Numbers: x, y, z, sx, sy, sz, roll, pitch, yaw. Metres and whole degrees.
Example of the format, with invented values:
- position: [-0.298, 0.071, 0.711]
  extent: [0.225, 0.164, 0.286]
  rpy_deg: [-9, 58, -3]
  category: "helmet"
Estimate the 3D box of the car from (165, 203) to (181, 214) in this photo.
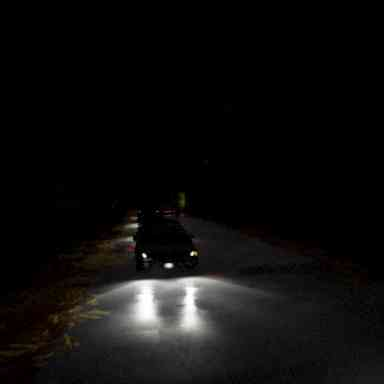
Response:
- position: [-2.581, 2.518, 43.985]
  extent: [2.033, 1.411, 5.357]
  rpy_deg: [-1, -2, -8]
  category: "car"

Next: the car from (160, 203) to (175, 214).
- position: [-4.028, 2.613, 53.393]
  extent: [2.097, 1.767, 4.553]
  rpy_deg: [-1, -1, -8]
  category: "car"

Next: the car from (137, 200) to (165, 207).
- position: [-4.178, 1.814, 32.634]
  extent: [2.150, 2.045, 5.566]
  rpy_deg: [-1, -2, -8]
  category: "car"

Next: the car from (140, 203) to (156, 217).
- position: [-6.138, 2.452, 46.384]
  extent: [2.097, 1.767, 4.553]
  rpy_deg: [-1, -2, -8]
  category: "car"

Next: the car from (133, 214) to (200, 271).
- position: [-1.084, 1.734, 11.944]
  extent: [2.033, 1.411, 5.357]
  rpy_deg: [-1, -1, -10]
  category: "car"

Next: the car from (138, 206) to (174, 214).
- position: [-2.632, 1.893, 22.175]
  extent: [2.033, 1.411, 5.357]
  rpy_deg: [-1, -1, -8]
  category: "car"
